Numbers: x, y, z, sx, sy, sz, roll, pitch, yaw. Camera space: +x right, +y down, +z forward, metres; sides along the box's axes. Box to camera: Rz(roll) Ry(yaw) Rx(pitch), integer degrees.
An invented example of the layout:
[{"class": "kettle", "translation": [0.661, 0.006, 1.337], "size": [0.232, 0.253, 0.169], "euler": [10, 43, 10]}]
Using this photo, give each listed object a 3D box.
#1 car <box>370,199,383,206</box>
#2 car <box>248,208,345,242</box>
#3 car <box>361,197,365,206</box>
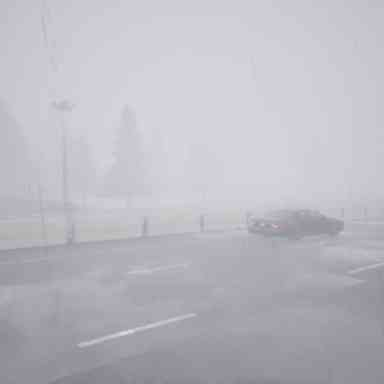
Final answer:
[{"class": "car", "translation": [32.265, 1.860, 56.591], "size": [4.181, 1.385, 1.994], "euler": [1, -1, -34]}, {"class": "car", "translation": [5.125, 1.488, 16.002], "size": [5.357, 1.411, 2.033], "euler": [0, 0, -35]}, {"class": "car", "translation": [30.277, 1.651, 59.464], "size": [4.553, 1.767, 2.097], "euler": [1, -1, -34]}]
